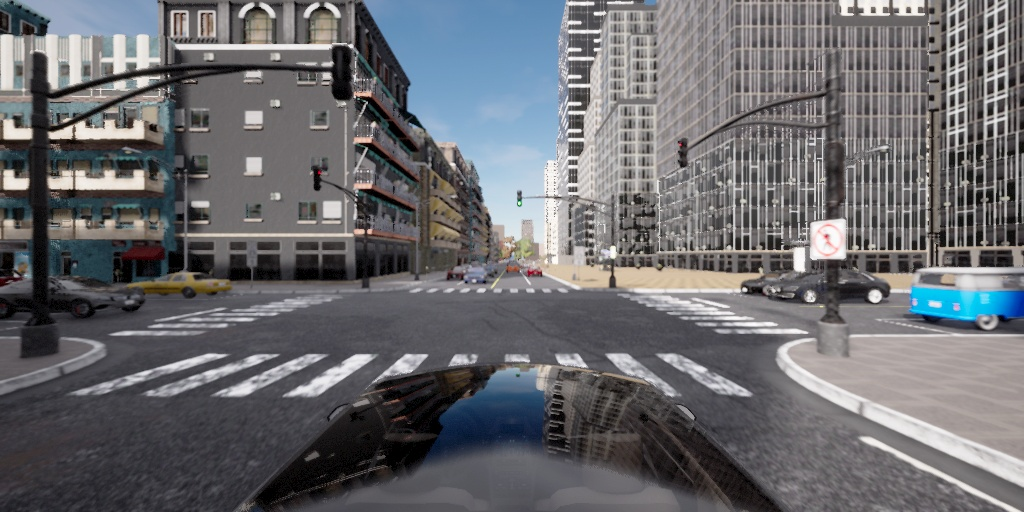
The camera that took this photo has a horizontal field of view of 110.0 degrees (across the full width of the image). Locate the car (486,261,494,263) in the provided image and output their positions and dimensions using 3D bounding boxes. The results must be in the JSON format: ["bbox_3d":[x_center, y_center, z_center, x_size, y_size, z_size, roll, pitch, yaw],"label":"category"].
[{"bbox_3d":[-3.048,1.885,52.138,2.128,1.511,4.902,0,-1,0],"label":"car"}]

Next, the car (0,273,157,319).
[{"bbox_3d":[-16.680,1.483,13.460,4.674,1.442,1.812,0,0,0],"label":"car"}]

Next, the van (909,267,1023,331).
[{"bbox_3d":[14.695,1.236,10.896,3.998,1.789,1.690,0,0,0],"label":"van"}]

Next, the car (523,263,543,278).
[{"bbox_3d":[2.690,1.821,43.021,1.888,1.381,4.507,0,0,0],"label":"car"}]

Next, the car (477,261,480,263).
[{"bbox_3d":[-5.648,1.736,54.268,2.192,1.841,5.009,0,0,0],"label":"car"}]

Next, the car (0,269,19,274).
[{"bbox_3d":[-28.767,1.415,19.242,4.097,1.591,1.967,0,0,0],"label":"car"}]

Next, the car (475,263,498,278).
[{"bbox_3d":[-3.065,1.825,41.918,1.994,1.385,4.181,0,-1,0],"label":"car"}]

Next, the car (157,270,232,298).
[{"bbox_3d":[-17.869,1.472,19.251,4.829,1.417,1.751,0,0,0],"label":"car"}]

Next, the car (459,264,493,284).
[{"bbox_3d":[-3.076,1.680,31.885,2.033,1.411,5.357,0,-1,0],"label":"car"}]

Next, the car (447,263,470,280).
[{"bbox_3d":[-5.663,1.747,37.322,1.888,1.381,4.507,0,0,0],"label":"car"}]

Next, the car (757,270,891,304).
[{"bbox_3d":[14.603,1.387,16.685,4.892,1.490,1.837,0,0,0],"label":"car"}]

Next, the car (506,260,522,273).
[{"bbox_3d":[0.145,1.830,58.584,2.097,1.767,4.553,0,-1,0],"label":"car"}]

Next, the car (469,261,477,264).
[{"bbox_3d":[-5.658,1.715,42.970,1.967,1.591,4.097,0,0,0],"label":"car"}]

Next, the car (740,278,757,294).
[{"bbox_3d":[14.689,1.442,19.278,4.313,1.339,1.948,0,0,0],"label":"car"}]
